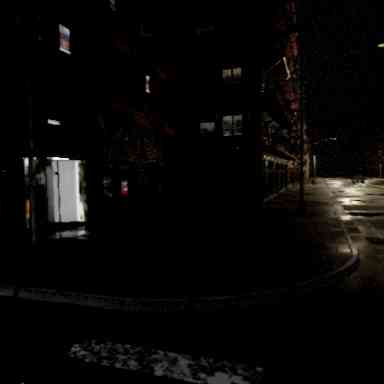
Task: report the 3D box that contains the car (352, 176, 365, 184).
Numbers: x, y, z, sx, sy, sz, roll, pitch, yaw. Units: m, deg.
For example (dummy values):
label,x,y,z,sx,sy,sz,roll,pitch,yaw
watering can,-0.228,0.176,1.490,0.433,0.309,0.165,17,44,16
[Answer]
label,x,y,z,sx,sy,sz,roll,pitch,yaw
car,29.814,-2.230,59.730,2.033,1.411,5.357,0,3,21
